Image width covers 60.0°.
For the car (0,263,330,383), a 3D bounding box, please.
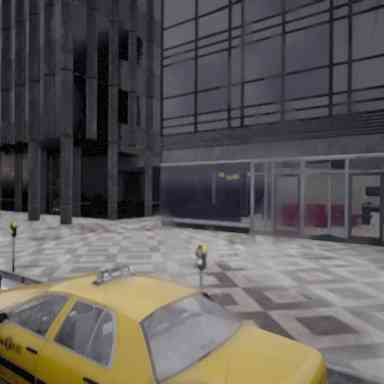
[{"bbox_3d":[-1.048,1.500,3.709,4.829,1.417,1.752,1,0,35],"label":"car"}]
